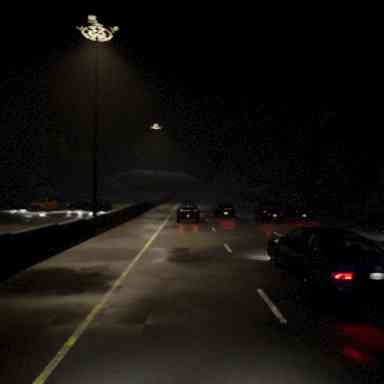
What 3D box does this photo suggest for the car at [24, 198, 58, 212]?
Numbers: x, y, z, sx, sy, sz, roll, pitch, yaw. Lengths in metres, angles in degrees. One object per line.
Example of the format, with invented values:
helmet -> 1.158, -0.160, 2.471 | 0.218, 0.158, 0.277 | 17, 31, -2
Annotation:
car -> -18.182, 1.528, 40.800 | 1.882, 1.535, 5.008 | 0, 0, -1

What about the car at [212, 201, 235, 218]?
car -> 3.106, 1.700, 33.074 | 1.837, 1.490, 4.892 | 0, 0, -1

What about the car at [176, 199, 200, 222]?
car -> -0.324, 1.664, 28.153 | 2.128, 1.511, 4.902 | 0, 0, -1

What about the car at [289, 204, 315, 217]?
car -> 10.118, 1.838, 32.251 | 1.895, 1.301, 4.718 | 0, 0, -1

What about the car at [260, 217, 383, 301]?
car -> 3.452, 1.654, 8.771 | 2.033, 1.411, 5.357 | 0, 0, -1

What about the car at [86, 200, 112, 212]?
car -> -11.184, 1.656, 40.999 | 1.994, 1.385, 4.181 | 0, 0, -1

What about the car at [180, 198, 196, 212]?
car -> -0.527, 1.657, 42.383 | 1.837, 1.490, 4.892 | 0, 1, -1

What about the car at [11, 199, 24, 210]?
car -> -21.705, 1.582, 43.344 | 1.994, 1.385, 4.181 | 0, 0, 0

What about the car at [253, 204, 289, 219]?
car -> 6.649, 1.740, 29.134 | 1.812, 1.442, 4.674 | 0, 0, -1

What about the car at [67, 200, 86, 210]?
car -> -14.706, 1.659, 43.598 | 1.895, 1.301, 4.718 | 0, 0, 0
